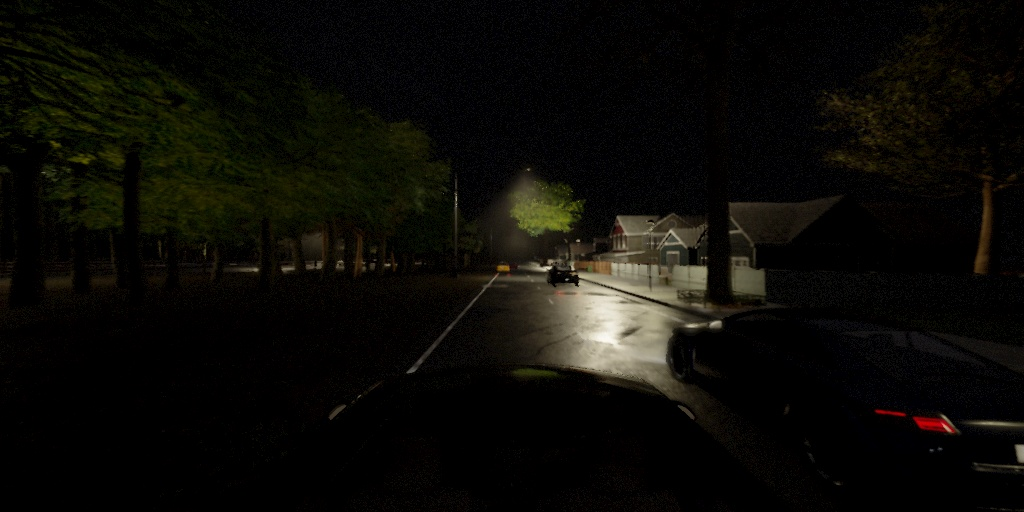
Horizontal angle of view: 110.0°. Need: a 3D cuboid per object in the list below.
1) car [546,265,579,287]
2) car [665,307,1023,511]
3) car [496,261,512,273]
[{"bbox_3d":[3.609,1.357,25.875,2.128,1.511,4.902,0,0,0],"label":"car"},{"bbox_3d":[3.603,1.317,4.447,1.994,1.385,4.181,0,0,0],"label":"car"},{"bbox_3d":[-1.206,1.475,48.027,1.801,1.575,5.366,0,0,0],"label":"car"}]
